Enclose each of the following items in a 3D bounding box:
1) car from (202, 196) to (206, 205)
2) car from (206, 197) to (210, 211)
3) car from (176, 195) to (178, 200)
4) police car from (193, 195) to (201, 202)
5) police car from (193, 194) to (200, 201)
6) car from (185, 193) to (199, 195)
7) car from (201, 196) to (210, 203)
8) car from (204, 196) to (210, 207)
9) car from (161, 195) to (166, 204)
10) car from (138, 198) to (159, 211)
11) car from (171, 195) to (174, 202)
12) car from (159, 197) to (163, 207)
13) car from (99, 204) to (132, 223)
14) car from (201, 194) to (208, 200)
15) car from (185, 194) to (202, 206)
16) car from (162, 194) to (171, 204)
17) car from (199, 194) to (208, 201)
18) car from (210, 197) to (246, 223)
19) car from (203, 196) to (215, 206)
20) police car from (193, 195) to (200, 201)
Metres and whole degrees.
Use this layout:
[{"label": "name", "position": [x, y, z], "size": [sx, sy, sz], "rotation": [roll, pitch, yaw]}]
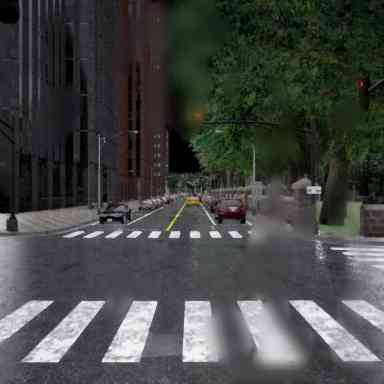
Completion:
[{"label": "car", "position": [2.900, 1.586, 47.072], "size": [2.008, 1.369, 4.403], "rotation": [0, 0, 0]}, {"label": "car", "position": [2.868, 1.588, 36.159], "size": [1.947, 1.339, 4.313], "rotation": [0, 0, 0]}, {"label": "car", "position": [-5.496, 1.534, 90.747], "size": [1.967, 1.590, 4.097], "rotation": [0, 0, 0]}, {"label": "police car", "position": [1.123, 1.496, 76.018], "size": [1.930, 1.638, 5.238], "rotation": [0, 0, 0]}, {"label": "police car", "position": [1.171, 1.521, 92.018], "size": [1.930, 1.638, 5.238], "rotation": [0, 0, 0]}, {"label": "car", "position": [0.192, 1.277, 65.406], "size": [2.150, 2.045, 5.566], "rotation": [0, 0, 0]}, {"label": "car", "position": [2.981, 1.593, 74.524], "size": [1.752, 1.417, 4.829], "rotation": [0, 0, 0]}, {"label": "car", "position": [2.884, 1.579, 41.615], "size": [2.008, 1.369, 4.403], "rotation": [0, 0, 0]}, {"label": "car", "position": [-5.609, 1.623, 52.547], "size": [1.802, 1.307, 4.206], "rotation": [0, 0, 0]}, {"label": "car", "position": [-5.641, 1.579, 41.633], "size": [2.008, 1.369, 4.403], "rotation": [0, 0, 0]}, {"label": "car", "position": [-5.560, 1.375, 68.919], "size": [2.192, 1.841, 5.009], "rotation": [0, 0, 0]}, {"label": "car", "position": [-5.625, 1.617, 47.090], "size": [1.802, 1.307, 4.206], "rotation": [0, 0, 0]}, {"label": "car", "position": [-5.689, 1.577, 25.262], "size": [1.947, 1.339, 4.313], "rotation": [0, 0, 0]}, {"label": "car", "position": [2.917, 1.481, 52.529], "size": [1.967, 1.590, 4.097], "rotation": [0, 0, 0]}, {"label": "car", "position": [0.212, 1.522, 55.280], "size": [1.882, 1.535, 5.008], "rotation": [0, 0, 0]}, {"label": "car", "position": [-5.576, 1.635, 63.462], "size": [1.802, 1.307, 4.206], "rotation": [0, 0, 0]}, {"label": "car", "position": [3.013, 1.400, 85.268], "size": [2.192, 1.841, 5.009], "rotation": [0, 0, 0]}, {"label": "car", "position": [2.836, 1.326, 25.247], "size": [2.192, 1.841, 5.009], "rotation": [0, 0, 0]}, {"label": "car", "position": [2.933, 1.487, 57.985], "size": [1.967, 1.590, 4.097], "rotation": [0, 0, 0]}, {"label": "police car", "position": [1.135, 1.512, 86.018], "size": [1.930, 1.638, 5.238], "rotation": [0, 0, 0]}]
